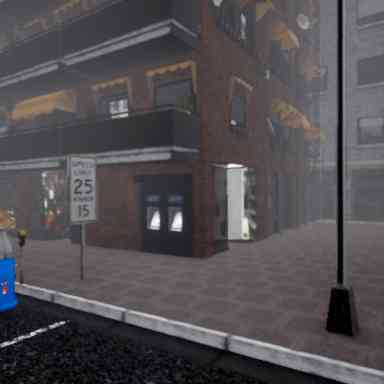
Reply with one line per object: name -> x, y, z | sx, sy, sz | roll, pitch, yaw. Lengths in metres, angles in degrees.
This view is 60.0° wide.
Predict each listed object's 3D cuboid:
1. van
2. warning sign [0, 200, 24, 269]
van -> -4.935, 1.404, 6.064 | 3.998, 1.788, 1.690 | -1, 1, 33
warning sign -> -5.674, 1.183, 9.406 | 1.060, 1.860, 1.300 | 0, 0, 33
